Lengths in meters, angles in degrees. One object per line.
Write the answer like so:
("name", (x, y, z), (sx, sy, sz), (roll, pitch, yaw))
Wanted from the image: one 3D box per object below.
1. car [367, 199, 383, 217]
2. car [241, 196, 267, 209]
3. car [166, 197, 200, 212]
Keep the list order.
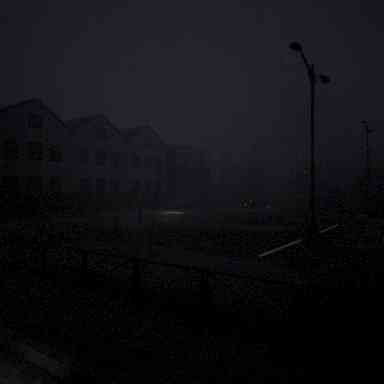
("car", (15.420, 1.298, 26.809), (2.007, 1.523, 4.514), (0, 0, 35))
("car", (7.975, 1.313, 42.816), (1.837, 1.490, 4.892), (0, 0, 35))
("car", (-0.927, 1.334, 36.640), (1.812, 1.442, 4.674), (0, 0, 35))
